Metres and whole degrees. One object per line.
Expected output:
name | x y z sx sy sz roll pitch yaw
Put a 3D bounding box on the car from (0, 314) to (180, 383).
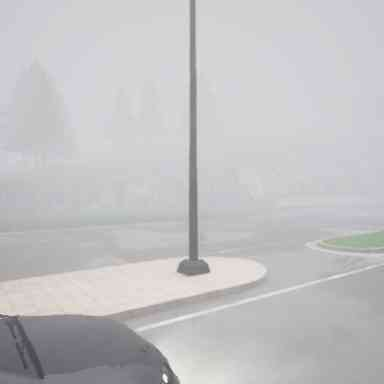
car | -2.091 1.566 2.254 4.181 1.385 1.994 0 0 -35
